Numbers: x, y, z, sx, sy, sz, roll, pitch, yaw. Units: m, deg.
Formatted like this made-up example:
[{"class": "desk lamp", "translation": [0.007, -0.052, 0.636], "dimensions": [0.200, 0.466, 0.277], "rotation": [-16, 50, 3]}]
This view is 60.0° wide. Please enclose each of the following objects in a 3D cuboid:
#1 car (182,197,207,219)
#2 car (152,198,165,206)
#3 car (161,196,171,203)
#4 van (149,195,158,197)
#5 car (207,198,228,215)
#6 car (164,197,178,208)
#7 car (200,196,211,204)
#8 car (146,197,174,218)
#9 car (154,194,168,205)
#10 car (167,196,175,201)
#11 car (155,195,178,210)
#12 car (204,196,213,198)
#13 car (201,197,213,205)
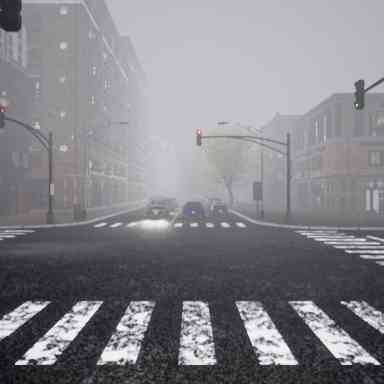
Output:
[{"class": "car", "translation": [0.127, 1.500, 29.715], "dimensions": [1.882, 1.535, 5.008], "rotation": [0, 0, 0]}, {"class": "car", "translation": [-5.680, 1.651, 56.404], "dimensions": [1.802, 1.307, 4.206], "rotation": [0, 0, 0]}, {"class": "car", "translation": [-5.677, 1.662, 73.494], "dimensions": [2.008, 1.369, 4.403], "rotation": [0, 0, 0]}, {"class": "van", "translation": [-5.682, 1.399, 50.707], "dimensions": [1.690, 1.788, 3.998], "rotation": [0, 0, 0]}, {"class": "car", "translation": [2.696, 1.580, 33.613], "dimensions": [2.008, 1.369, 4.403], "rotation": [0, 0, 0]}, {"class": "car", "translation": [-3.077, 1.583, 50.371], "dimensions": [1.812, 1.442, 4.674], "rotation": [0, 0, 0]}, {"class": "car", "translation": [2.702, 1.536, 67.794], "dimensions": [1.967, 1.590, 4.097], "rotation": [0, 0, 0]}, {"class": "car", "translation": [-3.095, 1.516, 30.825], "dimensions": [2.128, 1.511, 4.902], "rotation": [0, 0, 0]}, {"class": "car", "translation": [-5.680, 1.397, 62.101], "dimensions": [2.192, 1.841, 5.009], "rotation": [0, 0, 0]}, {"class": "car", "translation": [-5.674, 1.686, 90.415], "dimensions": [1.752, 1.417, 4.829], "rotation": [0, 0, 0]}, {"class": "car", "translation": [-3.086, 1.517, 40.273], "dimensions": [1.882, 1.535, 5.008], "rotation": [0, 0, 0]}, {"class": "car", "translation": [2.697, 1.478, 39.310], "dimensions": [1.967, 1.590, 4.097], "rotation": [0, 0, 0]}, {"class": "car", "translation": [2.702, 1.633, 62.097], "dimensions": [2.008, 1.369, 4.403], "rotation": [0, 0, 0]}]
